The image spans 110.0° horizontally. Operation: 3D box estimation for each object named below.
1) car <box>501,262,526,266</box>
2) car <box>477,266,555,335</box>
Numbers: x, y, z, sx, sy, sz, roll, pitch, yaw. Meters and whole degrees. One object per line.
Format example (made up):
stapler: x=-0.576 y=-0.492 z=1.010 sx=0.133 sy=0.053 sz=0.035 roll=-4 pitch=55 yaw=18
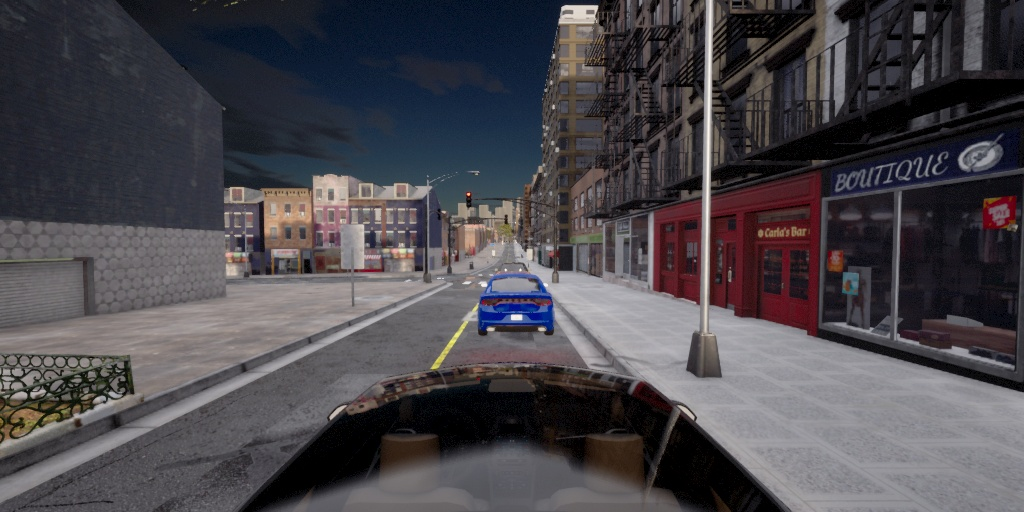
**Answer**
car: x=0.054 y=1.109 z=20.495 sx=2.097 sy=1.767 sz=4.553 roll=0 pitch=0 yaw=0
car: x=0.087 y=1.229 z=10.502 sx=1.882 sy=1.535 sz=5.008 roll=0 pitch=0 yaw=0
